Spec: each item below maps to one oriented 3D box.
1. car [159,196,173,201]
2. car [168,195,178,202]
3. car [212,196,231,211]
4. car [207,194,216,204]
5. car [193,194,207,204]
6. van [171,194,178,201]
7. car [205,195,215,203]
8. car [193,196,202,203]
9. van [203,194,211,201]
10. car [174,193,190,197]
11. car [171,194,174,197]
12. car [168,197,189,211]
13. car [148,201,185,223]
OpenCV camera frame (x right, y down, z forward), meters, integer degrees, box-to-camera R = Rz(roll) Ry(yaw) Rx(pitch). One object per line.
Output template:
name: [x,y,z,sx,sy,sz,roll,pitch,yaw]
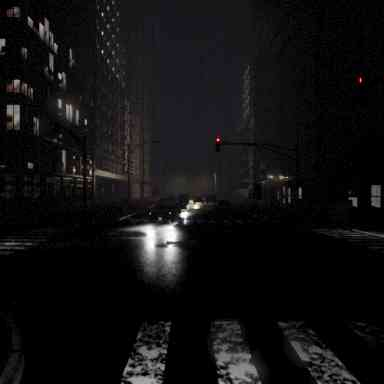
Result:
car: [-4.055,1.592,47.264,1.802,1.307,4.206,0,0,0]
car: [-4.188,1.426,74.902,1.967,1.590,4.097,0,0,0]
car: [3.902,1.579,41.776,1.947,1.339,4.313,0,0,0]
car: [3.746,1.313,63.884,2.192,1.841,5.009,0,0,0]
car: [1.271,1.524,62.996,1.812,1.442,4.674,0,0,0]
van: [-4.215,1.321,80.429,1.690,1.788,3.998,0,0,0]
car: [3.719,1.432,69.412,1.967,1.590,4.097,0,0,0]
car: [1.145,1.528,73.303,2.033,1.411,5.357,0,0,0]
van: [3.665,1.321,80.467,1.690,1.788,3.998,0,0,0]
car: [-1.609,1.223,61.156,2.150,2.045,5.566,0,0,1]
car: [-4.135,1.564,63.846,1.947,1.339,4.313,0,0,0]
car: [-1.559,1.614,41.532,1.895,1.301,4.718,0,0,0]
car: [-2.015,1.621,26.137,1.895,1.301,4.718,0,0,7]
